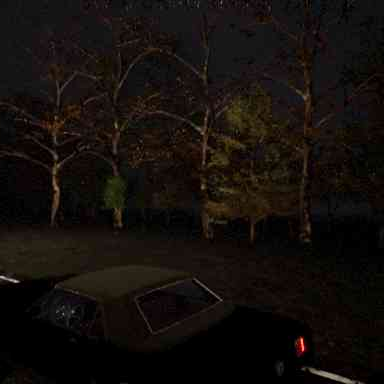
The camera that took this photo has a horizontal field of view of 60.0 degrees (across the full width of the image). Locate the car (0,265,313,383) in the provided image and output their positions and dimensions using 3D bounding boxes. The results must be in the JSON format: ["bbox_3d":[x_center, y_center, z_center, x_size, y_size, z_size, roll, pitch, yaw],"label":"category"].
[{"bbox_3d":[-1.082,1.675,4.337,4.718,1.301,1.895,-1,-2,36],"label":"car"}]
